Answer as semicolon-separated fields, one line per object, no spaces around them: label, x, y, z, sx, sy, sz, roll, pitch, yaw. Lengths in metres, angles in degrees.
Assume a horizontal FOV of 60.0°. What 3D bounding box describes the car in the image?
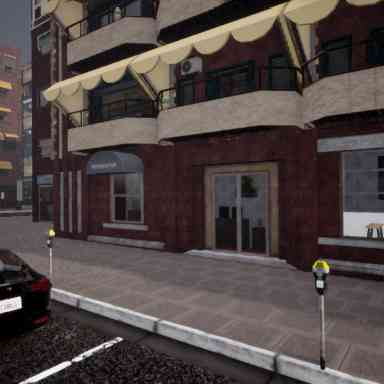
car;-4.164;1.567;5.706;4.313;1.339;1.947;0;-1;36
